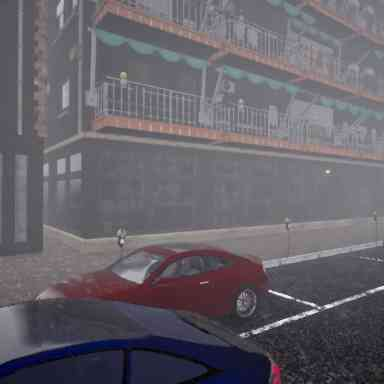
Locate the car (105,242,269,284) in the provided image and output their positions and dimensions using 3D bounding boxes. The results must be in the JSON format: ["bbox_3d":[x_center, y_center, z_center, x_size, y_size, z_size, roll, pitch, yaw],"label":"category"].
[{"bbox_3d":[-0.457,1.582,5.760,4.206,1.307,1.802,0,0,-35],"label":"car"}]

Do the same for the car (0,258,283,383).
[{"bbox_3d":[-1.267,1.563,2.167,4.181,1.385,1.994,0,0,-35],"label":"car"}]
